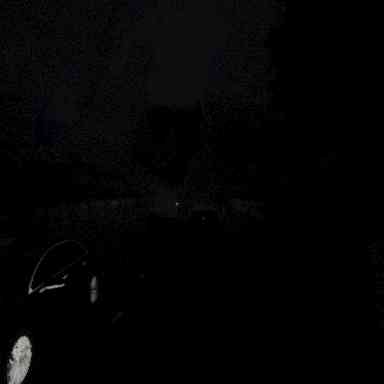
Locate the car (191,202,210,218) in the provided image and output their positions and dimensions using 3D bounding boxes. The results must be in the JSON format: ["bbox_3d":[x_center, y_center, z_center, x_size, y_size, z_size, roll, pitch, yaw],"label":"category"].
[{"bbox_3d":[0.818,1.773,34.323,1.812,1.442,4.674,0,0,0],"label":"car"}]

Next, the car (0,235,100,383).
[{"bbox_3d":[-2.851,1.537,5.251,1.837,1.490,4.892,0,0,0],"label":"car"}]

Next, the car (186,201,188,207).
[{"bbox_3d":[-0.013,2.055,59.012,1.994,1.385,4.181,0,-1,0],"label":"car"}]

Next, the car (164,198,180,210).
[{"bbox_3d":[-2.838,1.728,48.448,2.097,1.767,4.553,0,-1,0],"label":"car"}]

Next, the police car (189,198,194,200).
[{"bbox_3d":[0.816,1.725,40.437,1.930,1.638,5.238,0,0,0],"label":"police car"}]

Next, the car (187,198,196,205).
[{"bbox_3d":[-0.017,2.082,74.680,1.994,1.385,4.181,0,-1,0],"label":"car"}]

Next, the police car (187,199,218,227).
[{"bbox_3d":[0.820,1.595,24.429,1.930,1.638,5.238,0,0,0],"label":"police car"}]
